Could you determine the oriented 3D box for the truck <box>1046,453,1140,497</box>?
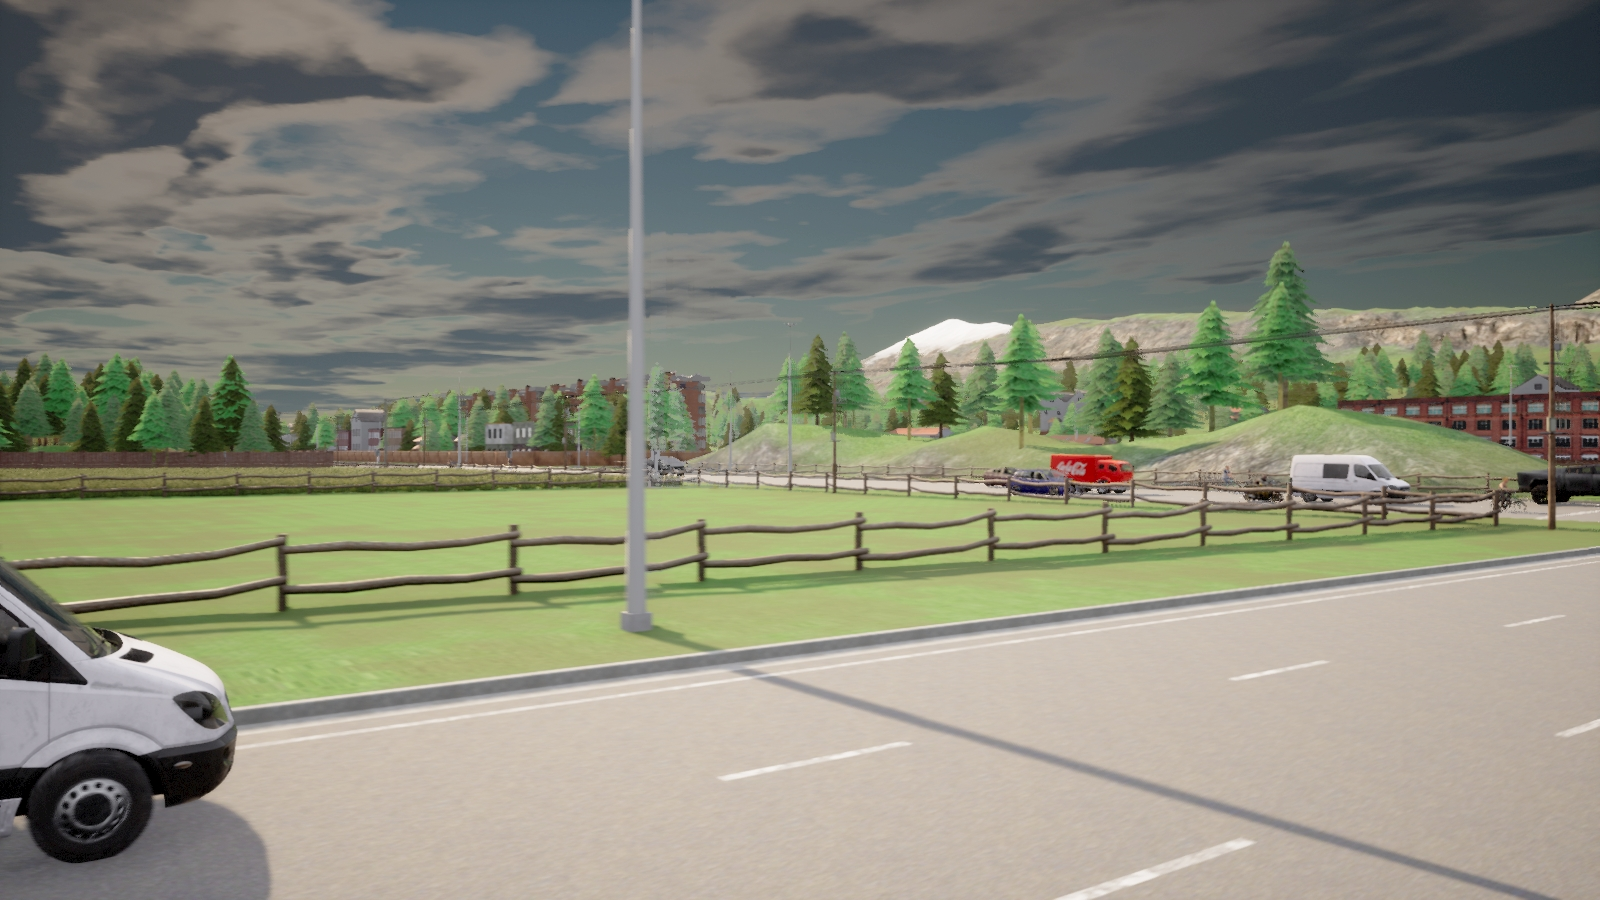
[{"bbox_3d":[18.717,1.547,73.200,2.627,2.467,5.204,0,2,-42],"label":"truck"}]

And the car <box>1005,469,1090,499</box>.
[{"bbox_3d":[14.647,1.974,67.724,2.242,1.667,4.611,0,0,-36],"label":"car"}]

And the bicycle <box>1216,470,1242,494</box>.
[{"bbox_3d":[27.654,2.062,73.647,0.373,1.496,1.643,0,0,-36],"label":"bicycle"}]

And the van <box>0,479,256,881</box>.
[{"bbox_3d":[-6.958,1.536,7.450,5.915,2.561,1.988,0,0,-35],"label":"van"}]

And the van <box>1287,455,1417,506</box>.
[{"bbox_3d":[28.887,1.540,60.000,1.988,2.561,5.915,0,0,-36],"label":"van"}]

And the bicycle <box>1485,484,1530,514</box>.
[{"bbox_3d":[31.378,2.161,50.677,0.859,1.276,1.487,0,0,-36],"label":"bicycle"}]

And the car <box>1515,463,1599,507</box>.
[{"bbox_3d":[39.700,1.757,57.083,2.390,2.098,6.274,0,0,-36],"label":"car"}]

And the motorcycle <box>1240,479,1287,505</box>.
[{"bbox_3d":[24.414,2.210,60.216,0.867,1.251,2.209,0,0,-36],"label":"motorcycle"}]
